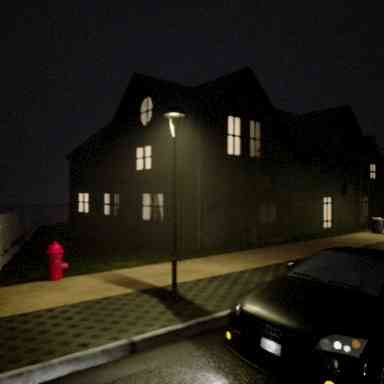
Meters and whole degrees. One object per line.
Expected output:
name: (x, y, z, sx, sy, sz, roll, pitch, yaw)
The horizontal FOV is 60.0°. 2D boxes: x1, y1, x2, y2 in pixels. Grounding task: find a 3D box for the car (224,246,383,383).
car: (2.485, 1.571, 4.987, 4.181, 1.385, 1.994, 0, 0, -37)
